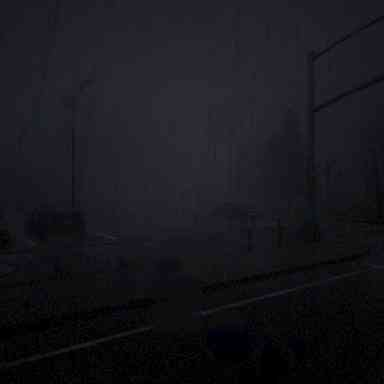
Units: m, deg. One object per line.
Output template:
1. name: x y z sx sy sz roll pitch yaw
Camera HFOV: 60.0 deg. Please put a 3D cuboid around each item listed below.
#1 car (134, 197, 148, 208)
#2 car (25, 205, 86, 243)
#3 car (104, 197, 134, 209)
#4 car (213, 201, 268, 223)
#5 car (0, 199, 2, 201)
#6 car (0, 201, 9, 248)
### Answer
1. car: -8.053 1.477 47.555 1.882 1.535 5.008 0 0 -36
2. car: -6.351 1.340 15.315 2.007 1.523 4.514 0 0 -36
3. car: -9.954 1.601 44.123 1.895 1.301 4.718 0 0 -36
4. car: 3.639 1.504 25.536 1.837 1.490 4.892 0 0 -36
5. car: -21.577 1.374 36.432 1.845 1.501 3.633 0 0 -36
6. car: -8.865 1.331 13.439 2.152 1.636 5.027 0 0 -36
